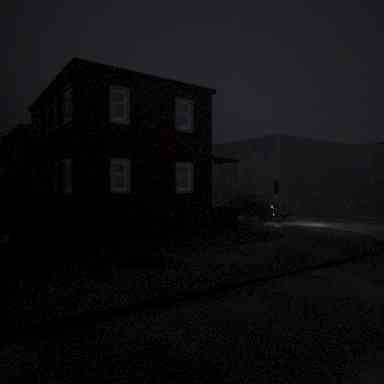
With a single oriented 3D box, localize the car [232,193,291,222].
[{"bbox_3d":[5.082,1.136,26.131,2.150,2.045,5.566,0,1,-36],"label":"car"}]
